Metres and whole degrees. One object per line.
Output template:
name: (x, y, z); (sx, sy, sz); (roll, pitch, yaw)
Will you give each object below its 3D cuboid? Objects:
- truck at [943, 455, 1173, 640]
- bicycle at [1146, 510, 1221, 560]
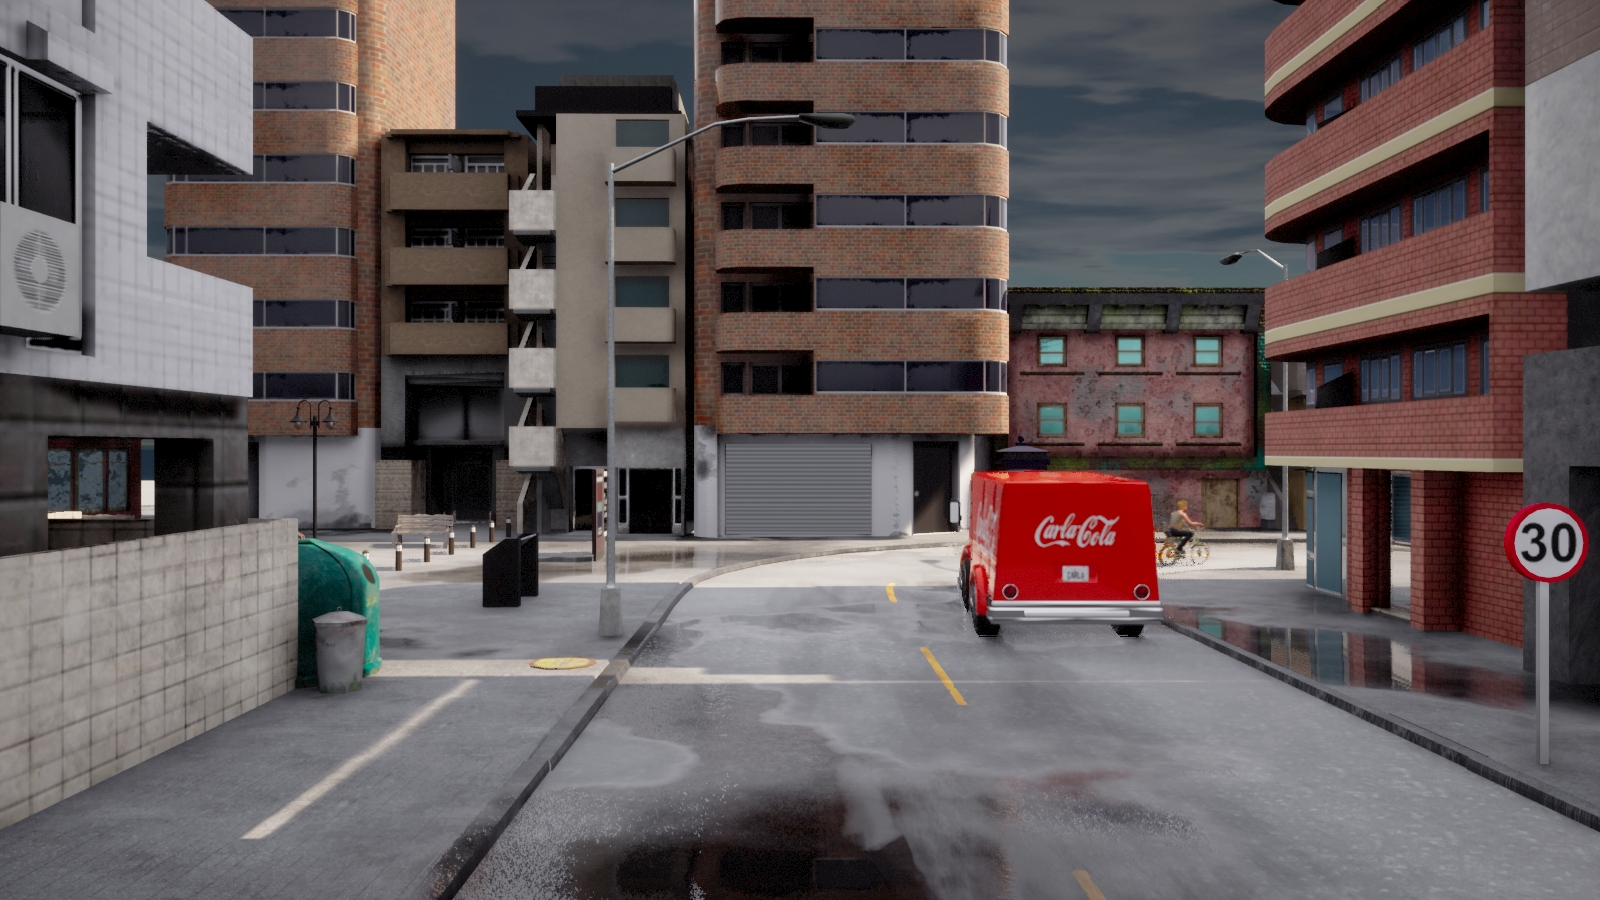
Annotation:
truck: (3.897, 1.366, 18.466); (2.627, 2.467, 5.204); (0, 1, 1)
bicycle: (9.256, 2.048, 27.580); (1.487, 1.080, 0.859); (0, 2, -22)
